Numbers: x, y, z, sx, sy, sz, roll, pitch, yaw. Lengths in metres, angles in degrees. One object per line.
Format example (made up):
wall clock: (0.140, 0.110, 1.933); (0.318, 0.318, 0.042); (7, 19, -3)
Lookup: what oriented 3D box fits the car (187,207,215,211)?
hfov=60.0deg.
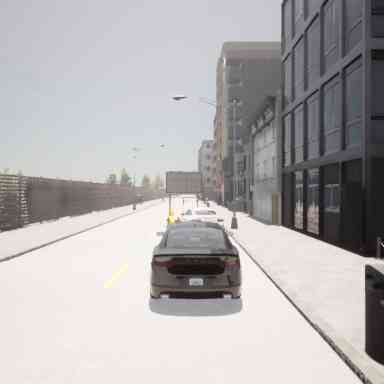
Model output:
car: (0.444, 1.539, 17.850); (1.812, 1.442, 4.674); (0, -1, -10)

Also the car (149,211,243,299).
car: (0.073, 1.477, 8.500); (1.882, 1.535, 5.008); (0, 0, 0)

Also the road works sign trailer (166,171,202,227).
road works sign trailer: (-0.558, 0.464, 21.331); (2.380, 3.560, 2.880); (0, 0, -17)
